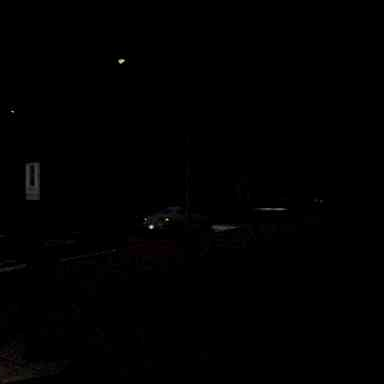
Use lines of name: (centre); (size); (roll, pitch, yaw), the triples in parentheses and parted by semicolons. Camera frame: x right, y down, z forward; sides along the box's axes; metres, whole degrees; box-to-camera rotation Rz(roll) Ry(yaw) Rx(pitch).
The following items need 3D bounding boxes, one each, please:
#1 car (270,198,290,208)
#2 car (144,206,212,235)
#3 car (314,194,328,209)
car: (13.083, 1.614, 49.095); (1.812, 1.442, 4.674); (-1, -1, 35)
car: (-0.685, 1.498, 18.449); (1.812, 1.442, 4.674); (-1, 0, 35)
car: (18.315, 1.244, 45.241); (2.150, 2.045, 5.566); (-1, -1, 35)
